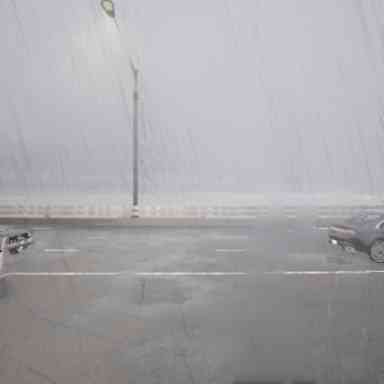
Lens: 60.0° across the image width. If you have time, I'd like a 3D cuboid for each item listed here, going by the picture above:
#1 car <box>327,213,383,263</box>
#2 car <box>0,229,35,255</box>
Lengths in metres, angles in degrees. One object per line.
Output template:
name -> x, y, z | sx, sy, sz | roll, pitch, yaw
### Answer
car -> 7.161, 1.465, 11.337 | 4.902, 1.511, 2.128 | 0, 0, -5
car -> -7.796, 1.541, 10.907 | 4.718, 1.301, 1.895 | 0, 0, 3
